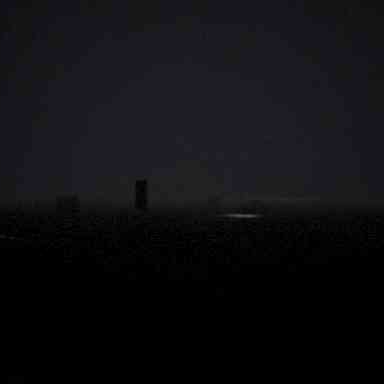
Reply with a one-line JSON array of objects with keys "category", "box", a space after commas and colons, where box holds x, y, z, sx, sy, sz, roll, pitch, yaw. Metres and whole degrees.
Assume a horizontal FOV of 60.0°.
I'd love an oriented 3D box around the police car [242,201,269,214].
[{"category": "police car", "box": [7.961, 1.886, 41.890, 1.930, 1.638, 5.238, -1, -1, 35]}]
